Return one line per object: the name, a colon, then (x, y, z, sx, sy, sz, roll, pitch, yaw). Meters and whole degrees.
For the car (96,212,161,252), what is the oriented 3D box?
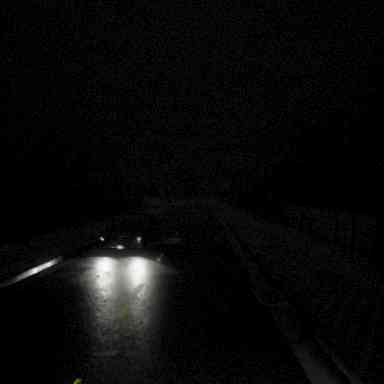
car: (-2.488, 1.618, 14.562, 2.033, 1.411, 5.357, 0, 0, 2)
